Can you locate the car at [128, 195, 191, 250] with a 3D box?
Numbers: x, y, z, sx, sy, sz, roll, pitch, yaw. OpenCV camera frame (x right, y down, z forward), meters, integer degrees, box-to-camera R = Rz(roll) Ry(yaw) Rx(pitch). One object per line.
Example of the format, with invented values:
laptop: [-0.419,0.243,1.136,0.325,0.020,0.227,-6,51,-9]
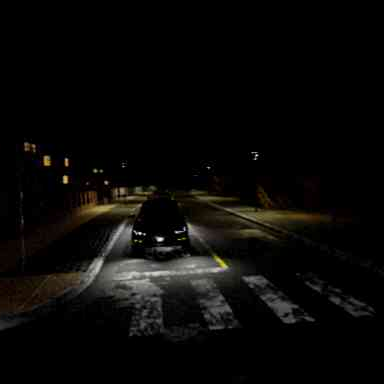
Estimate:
car: [-1.191,1.098,12.447,1.837,1.490,4.892,-2,2,-5]

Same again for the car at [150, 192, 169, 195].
car: [-2.248,0.904,22.029,1.895,1.301,4.718,-2,2,-6]

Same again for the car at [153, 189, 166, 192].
car: [-3.606,0.424,37.133,2.033,1.411,5.357,-2,2,-4]
